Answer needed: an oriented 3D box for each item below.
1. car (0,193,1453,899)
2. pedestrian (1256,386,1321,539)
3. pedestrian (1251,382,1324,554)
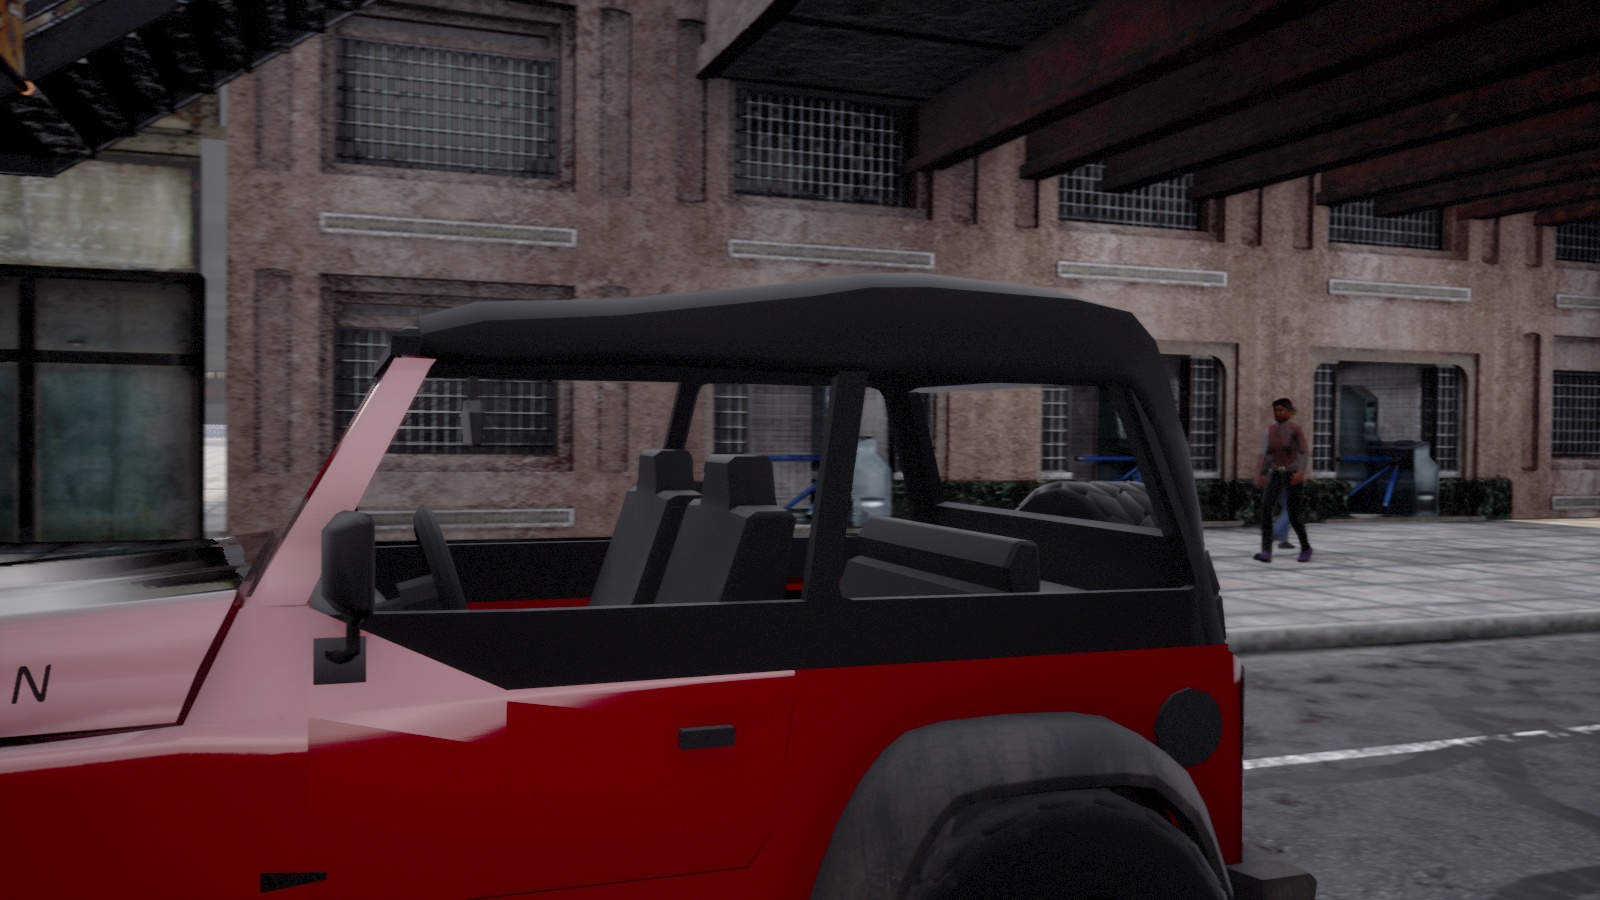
[{"bbox_3d":[-0.729,0.554,2.942,3.866,1.878,1.905,-1,1,-20],"label":"car"},{"bbox_3d":[5.978,0.142,15.354,0.706,1.836,0.354,-1,1,-27],"label":"pedestrian"},{"bbox_3d":[5.248,0.179,13.509,0.869,1.805,0.328,-1,1,-38],"label":"pedestrian"}]
